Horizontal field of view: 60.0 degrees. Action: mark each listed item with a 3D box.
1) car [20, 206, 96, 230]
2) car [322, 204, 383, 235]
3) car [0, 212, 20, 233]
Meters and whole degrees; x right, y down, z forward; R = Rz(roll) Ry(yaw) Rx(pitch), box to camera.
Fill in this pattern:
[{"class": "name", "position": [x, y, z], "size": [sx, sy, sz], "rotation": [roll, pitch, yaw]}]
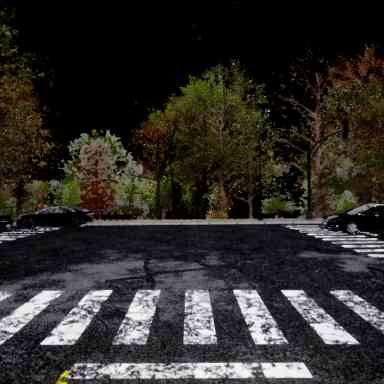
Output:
[{"class": "car", "position": [-8.726, 1.636, 21.518], "size": [4.902, 1.511, 2.128], "rotation": [-1, -1, 1]}, {"class": "car", "position": [9.484, 1.417, 17.828], "size": [4.892, 1.490, 1.837], "rotation": [-1, -1, -3]}, {"class": "car", "position": [-12.520, 1.645, 18.323], "size": [4.892, 1.490, 1.837], "rotation": [-1, -1, 1]}]
